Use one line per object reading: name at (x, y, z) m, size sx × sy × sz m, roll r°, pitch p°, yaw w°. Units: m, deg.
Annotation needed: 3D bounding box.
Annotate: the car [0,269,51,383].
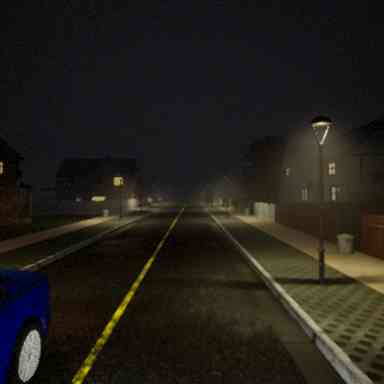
car at (-2.845, 1.491, 2.496) m, size 1.882 × 1.535 × 5.008 m, roll 0°, pitch 0°, yaw 0°
